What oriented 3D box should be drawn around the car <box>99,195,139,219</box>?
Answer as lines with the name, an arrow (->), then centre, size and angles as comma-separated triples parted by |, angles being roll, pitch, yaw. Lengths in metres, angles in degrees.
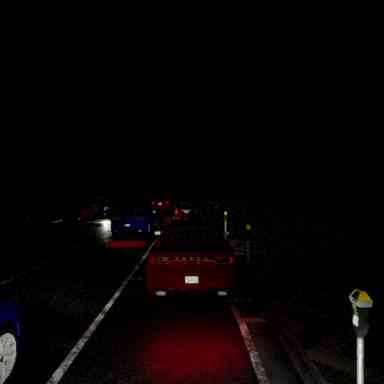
car -> -6.242, 1.351, 29.038 | 2.097, 1.767, 4.553 | 0, 0, 0

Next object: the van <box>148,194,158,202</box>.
van -> -8.912, 1.344, 76.073 | 1.690, 1.788, 3.998 | 0, 0, 0

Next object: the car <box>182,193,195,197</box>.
car -> -0.386, 1.313, 36.627 | 2.192, 1.841, 5.009 | 0, 0, 0

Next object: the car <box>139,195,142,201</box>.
car -> -8.911, 1.439, 47.891 | 1.967, 1.590, 4.097 | 0, 0, 0

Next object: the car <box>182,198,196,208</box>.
car -> -0.385, 1.564, 47.899 | 1.947, 1.339, 4.313 | 0, 0, 0

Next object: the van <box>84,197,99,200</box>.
van -> -8.911, 1.340, 30.980 | 1.690, 1.788, 3.998 | 0, 0, 0

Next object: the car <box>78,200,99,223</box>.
car -> -8.910, 1.544, 25.344 | 1.887, 1.381, 4.507 | 0, 0, 0

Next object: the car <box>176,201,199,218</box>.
car -> -0.385, 1.564, 30.990 | 1.947, 1.339, 4.313 | 0, 0, 0

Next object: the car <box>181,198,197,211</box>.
car -> -0.385, 1.543, 42.263 | 1.887, 1.381, 4.507 | 0, 0, 0

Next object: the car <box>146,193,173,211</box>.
car -> -3.048, 1.220, 34.326 | 2.150, 2.045, 5.566 | 0, 0, 0

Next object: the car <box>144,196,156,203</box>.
car -> -8.911, 1.552, 70.437 | 2.008, 1.369, 4.403 | 0, 0, 0

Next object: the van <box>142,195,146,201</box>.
van -> -8.911, 1.340, 59.164 | 1.690, 1.788, 3.998 | 0, 0, 0

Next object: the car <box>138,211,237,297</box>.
car -> -0.006, 1.477, 8.651 | 1.882, 1.535, 5.008 | 0, 0, 0

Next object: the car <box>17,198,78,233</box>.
car -> -8.911, 1.314, 19.706 | 2.192, 1.841, 5.009 | 0, 0, 0

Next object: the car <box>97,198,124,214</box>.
car -> -8.911, 1.439, 36.617 | 1.967, 1.590, 4.097 | 0, 0, 0

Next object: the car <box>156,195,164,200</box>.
car -> -8.911, 1.577, 92.984 | 1.947, 1.339, 4.313 | 0, 0, 0

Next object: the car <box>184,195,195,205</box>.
car -> -0.386, 1.439, 59.171 | 1.967, 1.590, 4.097 | 0, 0, 0

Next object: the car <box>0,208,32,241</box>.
car -> -8.910, 1.565, 14.070 | 1.947, 1.339, 4.313 | 0, 0, 0

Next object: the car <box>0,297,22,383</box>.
car -> -3.052, 1.477, 2.151 | 1.882, 1.535, 5.008 | 0, 0, 0

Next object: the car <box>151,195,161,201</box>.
car -> -8.911, 1.446, 81.710 | 1.967, 1.590, 4.097 | 0, 0, 0

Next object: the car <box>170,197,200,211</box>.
car -> -0.386, 1.439, 25.353 | 1.967, 1.590, 4.097 | 0, 0, 0

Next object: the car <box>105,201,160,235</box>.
car -> -3.146, 1.476, 18.676 | 1.882, 1.535, 5.008 | 0, 0, 0

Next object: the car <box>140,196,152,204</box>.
car -> -8.911, 1.525, 64.631 | 1.752, 1.417, 4.829 | 0, 0, 0

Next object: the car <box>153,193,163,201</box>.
car -> -8.912, 1.323, 87.347 | 2.192, 1.841, 5.009 | 0, 0, 0
